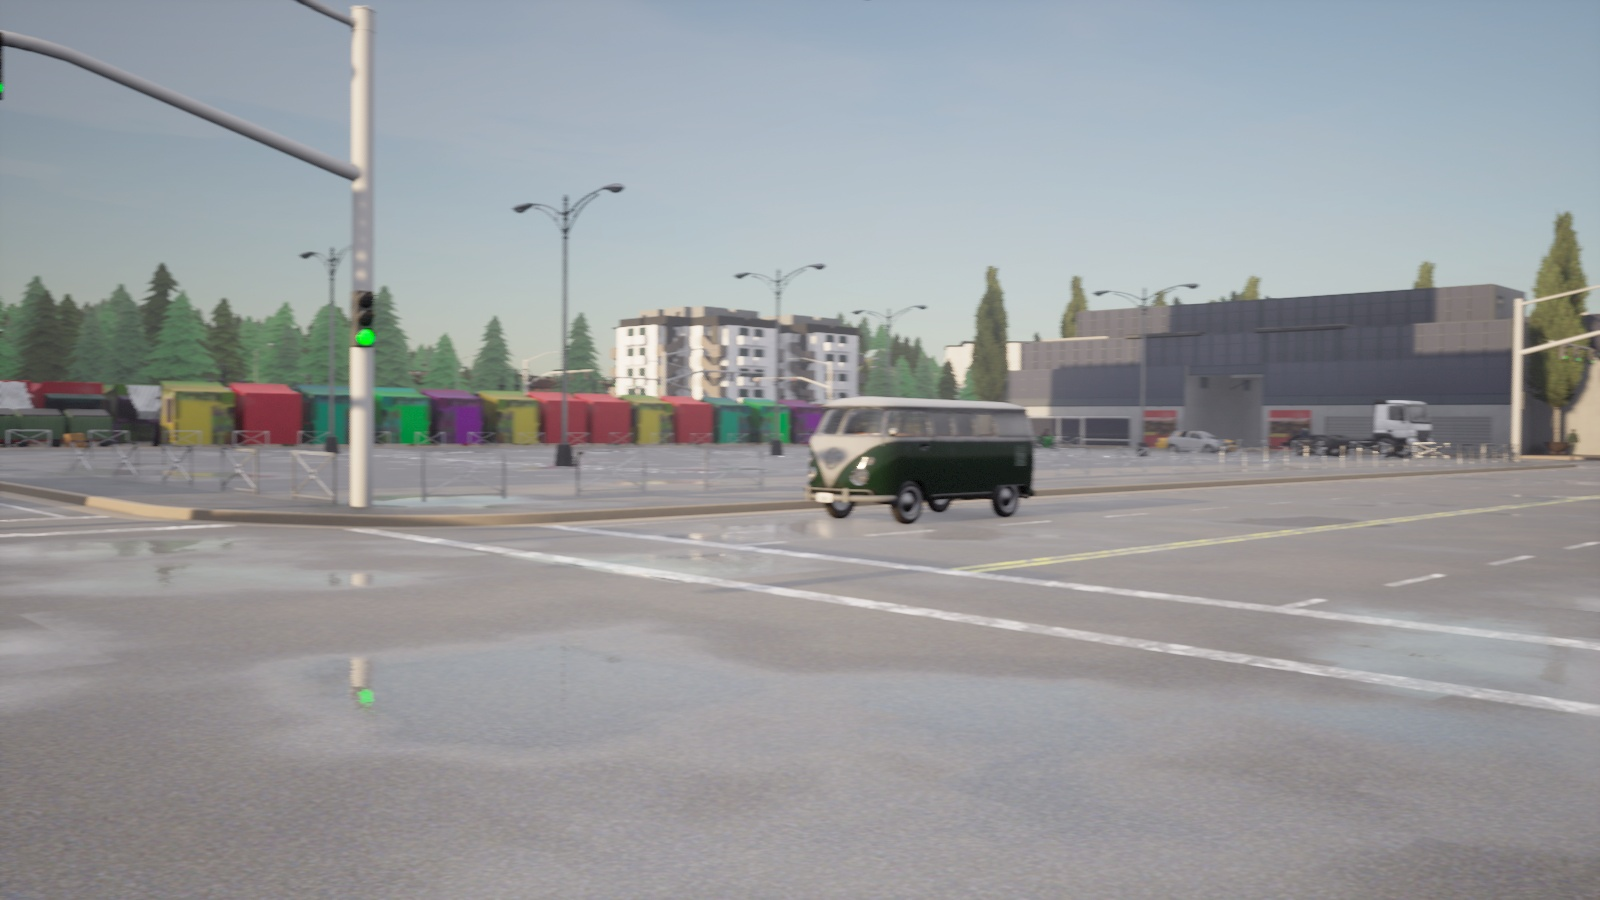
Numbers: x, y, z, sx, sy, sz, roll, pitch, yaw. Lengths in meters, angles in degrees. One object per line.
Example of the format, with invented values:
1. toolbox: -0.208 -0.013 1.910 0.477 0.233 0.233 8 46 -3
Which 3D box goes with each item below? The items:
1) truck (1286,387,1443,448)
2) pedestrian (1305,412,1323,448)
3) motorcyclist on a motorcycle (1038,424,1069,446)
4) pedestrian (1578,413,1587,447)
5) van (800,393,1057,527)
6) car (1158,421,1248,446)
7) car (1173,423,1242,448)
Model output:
1. truck: 33.239 -1.878 74.186 2.891 3.462 7.936 -1 1 -43
2. pedestrian: 27.779 -1.076 67.860 0.423 1.949 0.788 -1 2 -44
3. motorcyclist on a motorcycle: 17.430 -1.024 86.351 0.797 1.523 2.044 -1 1 -42
4. pedestrian: 43.478 -1.112 69.761 0.353 1.847 0.614 0 1 40
5. van: 2.228 0.103 20.847 4.442 1.987 1.775 -1 2 -44
6. car: 26.226 -1.050 81.891 1.801 1.575 5.366 -1 1 -42
7. car: 25.220 -0.890 77.800 1.845 1.501 3.633 -1 1 -42
